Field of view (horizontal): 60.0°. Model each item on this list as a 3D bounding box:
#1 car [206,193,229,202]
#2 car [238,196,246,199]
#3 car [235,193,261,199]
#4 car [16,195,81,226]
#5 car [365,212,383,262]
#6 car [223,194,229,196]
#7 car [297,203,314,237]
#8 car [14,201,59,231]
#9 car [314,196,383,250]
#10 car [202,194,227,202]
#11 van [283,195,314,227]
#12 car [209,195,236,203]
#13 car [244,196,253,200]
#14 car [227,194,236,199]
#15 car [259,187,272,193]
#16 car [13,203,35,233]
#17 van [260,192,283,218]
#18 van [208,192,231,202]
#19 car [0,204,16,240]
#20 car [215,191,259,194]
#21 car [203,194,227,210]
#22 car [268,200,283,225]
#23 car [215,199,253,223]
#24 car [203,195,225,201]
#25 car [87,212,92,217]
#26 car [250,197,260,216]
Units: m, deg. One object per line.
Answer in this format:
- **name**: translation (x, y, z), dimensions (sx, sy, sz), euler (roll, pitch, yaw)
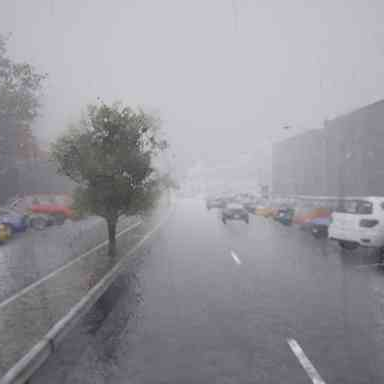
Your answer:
- **car**: translation (5.553, 1.221, 72.696), dimensions (4.553, 1.767, 2.185), euler (1, 0, -26)
- **car**: translation (7.595, 1.425, 33.474), dimensions (4.892, 1.521, 2.231), euler (1, 0, -21)
- **car**: translation (7.529, 1.292, 36.492), dimensions (4.553, 1.767, 2.185), euler (1, 0, -22)
- **car**: translation (-10.522, 1.219, 22.100), dimensions (5.566, 2.045, 2.435), euler (-1, 0, -20)
- **car**: translation (7.739, 1.467, 9.386), dimensions (5.008, 1.535, 2.097), euler (1, 0, -20)
- **car**: translation (7.171, 1.393, 48.572), dimensions (5.008, 1.535, 2.097), euler (1, 0, -23)
- **car**: translation (7.728, 1.457, 15.396), dimensions (5.008, 1.535, 2.097), euler (1, 0, -20)
- **car**: translation (-10.456, 1.503, 19.152), dimensions (4.792, 1.488, 2.163), euler (-1, 0, -20)
- **car**: translation (7.758, 1.211, 12.404), dimensions (5.566, 2.045, 2.435), euler (1, 0, -20)
- **car**: translation (5.069, 1.336, 75.609), dimensions (5.366, 1.575, 1.946), euler (1, 0, -26)
- **van**: translation (7.614, 1.224, 18.359), dimensions (4.442, 1.987, 1.878), euler (1, 0, -20)
- **car**: translation (6.048, 1.359, 66.665), dimensions (4.892, 1.521, 2.231), euler (1, 0, -25)
- **car**: translation (7.658, 1.430, 30.455), dimensions (5.008, 1.535, 2.097), euler (1, 0, -21)
- **car**: translation (7.389, 1.405, 42.538), dimensions (5.008, 1.535, 2.097), euler (1, 0, -22)
- **car**: translation (19.725, 0.033, 90.888), dimensions (2.002, 1.452, 4.674), euler (-7, 4, -31)
- **car**: translation (-10.500, 1.509, 16.148), dimensions (4.792, 1.488, 2.163), euler (-1, 0, -20)
- **van**: translation (7.592, 1.214, 24.384), dimensions (4.442, 1.987, 1.878), euler (1, 0, -20)
- **van**: translation (5.690, 1.125, 69.623), dimensions (4.442, 1.987, 1.878), euler (1, 0, -25)
- **car**: translation (-10.290, 1.478, 13.252), dimensions (5.366, 1.575, 1.946), euler (-1, 0, -20)
- **car**: translation (7.001, 1.136, 51.575), dimensions (5.566, 2.045, 2.435), euler (1, 0, -23)
- **car**: translation (2.718, 1.419, 41.915), dimensions (2.128, 1.511, 4.902), euler (0, 0, -2)
- **car**: translation (7.737, 1.476, 21.429), dimensions (4.792, 1.488, 2.163), euler (1, 0, -20)
- **car**: translation (3.026, 1.483, 24.786), dimensions (1.812, 1.442, 4.674), euler (0, 0, 0)
- **car**: translation (5.117, 1.370, 78.670), dimensions (4.792, 1.488, 2.163), euler (1, 0, -26)
- **car**: translation (-10.340, 1.460, 25.154), dimensions (5.366, 1.575, 1.946), euler (-1, 0, -20)
- **car**: translation (7.849, 1.435, 27.513), dimensions (5.366, 1.575, 1.946), euler (1, 0, -21)
